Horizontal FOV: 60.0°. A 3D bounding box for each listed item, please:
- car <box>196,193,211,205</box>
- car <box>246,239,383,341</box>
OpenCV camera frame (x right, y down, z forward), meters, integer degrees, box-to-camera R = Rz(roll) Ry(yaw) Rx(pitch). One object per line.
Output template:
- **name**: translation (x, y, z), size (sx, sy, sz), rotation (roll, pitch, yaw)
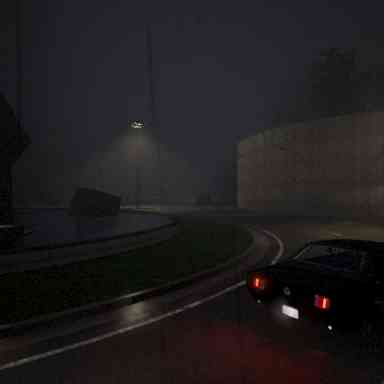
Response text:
- **car**: translation (2.088, 1.221, 58.967), size (2.150, 2.045, 5.566), rotation (0, 0, 11)
- **car**: translation (3.380, 1.601, 6.510), size (4.718, 1.301, 1.895), rotation (0, 0, -35)
